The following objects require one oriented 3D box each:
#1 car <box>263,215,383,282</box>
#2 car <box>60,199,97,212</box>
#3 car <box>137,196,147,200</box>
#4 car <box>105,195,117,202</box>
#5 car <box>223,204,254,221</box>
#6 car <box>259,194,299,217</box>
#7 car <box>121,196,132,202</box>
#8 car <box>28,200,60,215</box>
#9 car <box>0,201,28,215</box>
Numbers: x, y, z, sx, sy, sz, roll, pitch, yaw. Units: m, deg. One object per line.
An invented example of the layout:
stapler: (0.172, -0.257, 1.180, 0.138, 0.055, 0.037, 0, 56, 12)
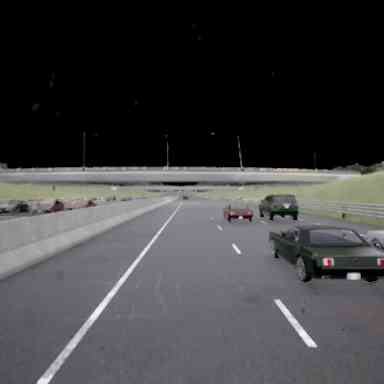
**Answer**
car: (3.589, 1.578, 9.592, 1.895, 1.301, 4.718, 0, 0, 0)
car: (-10.705, 1.462, 32.498, 1.882, 1.535, 5.008, 0, 0, 0)
car: (-11.048, 1.640, 73.677, 2.128, 1.511, 4.902, 0, 0, -1)
car: (-18.057, 1.498, 74.193, 1.837, 1.490, 4.892, 0, 0, -1)
car: (3.528, 1.568, 26.350, 1.895, 1.301, 4.718, 0, 0, 0)
car: (7.023, 1.191, 27.358, 2.150, 2.045, 5.566, 0, 0, 0)
car: (-14.557, 1.538, 74.247, 2.033, 1.411, 5.357, 0, 0, -1)
car: (-14.209, 1.513, 33.347, 1.812, 1.442, 4.674, 0, 0, 0)
car: (-17.705, 1.549, 32.872, 1.994, 1.385, 4.181, 0, 0, 0)
